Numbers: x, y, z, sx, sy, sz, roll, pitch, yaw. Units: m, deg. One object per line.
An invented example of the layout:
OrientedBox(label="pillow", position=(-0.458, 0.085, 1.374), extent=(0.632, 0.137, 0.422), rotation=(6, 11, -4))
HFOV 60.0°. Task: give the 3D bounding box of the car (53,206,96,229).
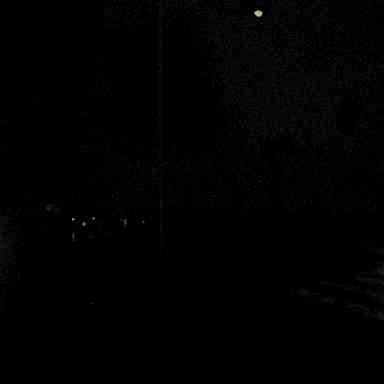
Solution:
OrientedBox(label="car", position=(-8.816, 1.998, 25.213), extent=(1.895, 1.301, 4.718), rotation=(0, -1, -34))

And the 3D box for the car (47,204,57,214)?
OrientedBox(label="car", position=(-19.950, 2.406, 46.920), extent=(1.812, 1.442, 4.674), rotation=(0, -1, -34))

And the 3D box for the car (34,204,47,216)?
OrientedBox(label="car", position=(-20.138, 2.420, 42.133), extent=(1.895, 1.301, 4.718), rotation=(0, -1, -34))

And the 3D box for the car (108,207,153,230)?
OrientedBox(label="car", position=(-4.615, 1.828, 24.261), extent=(2.128, 1.511, 4.902), rotation=(0, -1, -34))
